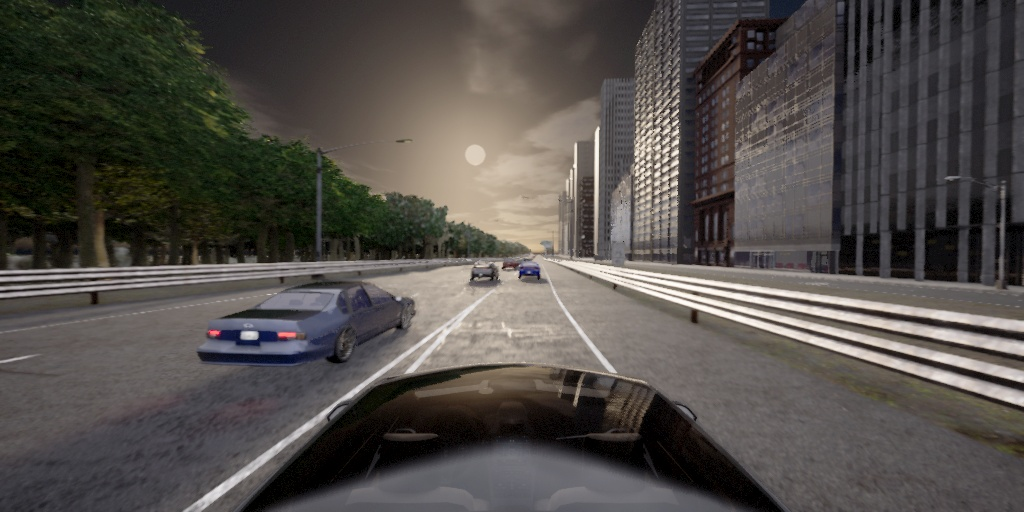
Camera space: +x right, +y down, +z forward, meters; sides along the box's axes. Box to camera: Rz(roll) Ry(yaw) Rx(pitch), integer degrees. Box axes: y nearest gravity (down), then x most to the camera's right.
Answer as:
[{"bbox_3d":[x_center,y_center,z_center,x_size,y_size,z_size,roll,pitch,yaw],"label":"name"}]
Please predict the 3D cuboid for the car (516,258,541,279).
[{"bbox_3d":[1.691,1.248,33.615,1.882,1.535,5.008,0,0,5],"label":"car"}]

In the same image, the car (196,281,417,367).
[{"bbox_3d":[-3.828,1.264,7.981,2.033,1.411,5.357,1,0,4],"label":"car"}]

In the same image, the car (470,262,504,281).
[{"bbox_3d":[-2.180,1.225,29.598,2.128,1.511,4.902,1,0,4],"label":"car"}]

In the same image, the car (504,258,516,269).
[{"bbox_3d":[-0.246,1.105,55.455,2.097,1.767,4.553,1,0,4],"label":"car"}]
